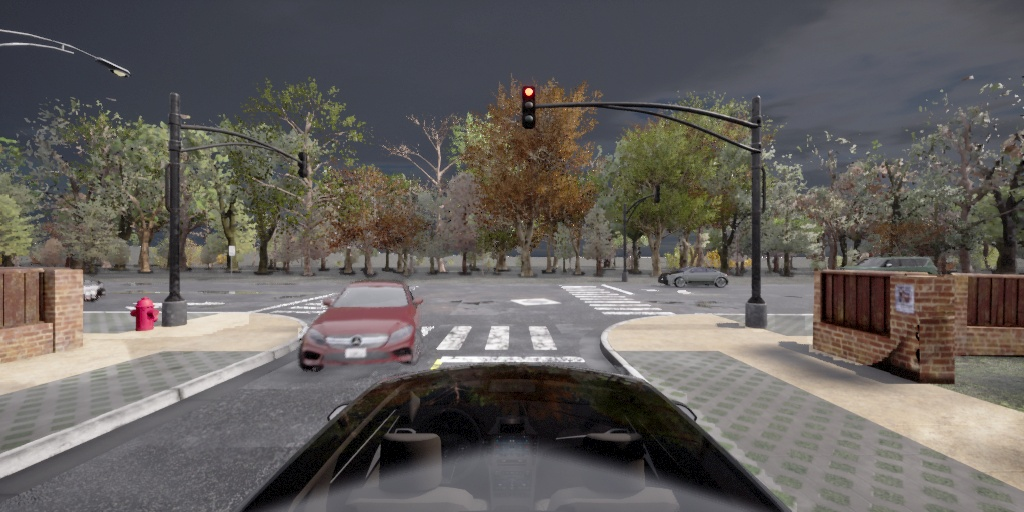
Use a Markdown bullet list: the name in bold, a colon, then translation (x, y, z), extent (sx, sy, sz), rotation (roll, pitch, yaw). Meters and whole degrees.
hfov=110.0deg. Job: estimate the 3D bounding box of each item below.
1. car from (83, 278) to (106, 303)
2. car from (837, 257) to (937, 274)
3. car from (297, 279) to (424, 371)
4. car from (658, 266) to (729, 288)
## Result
- **car**: translation (-18.887, 1.168, 13.972), extent (4.902, 1.511, 2.128), rotation (0, 0, 0)
- **car**: translation (24.864, 1.066, 23.958), extent (5.566, 2.045, 2.150), rotation (0, 0, 0)
- **car**: translation (-2.966, 1.275, 7.946), extent (1.812, 1.442, 4.674), rotation (1, 0, -13)
- **car**: translation (12.035, 1.368, 23.951), extent (4.181, 1.385, 1.994), rotation (0, 0, 0)
